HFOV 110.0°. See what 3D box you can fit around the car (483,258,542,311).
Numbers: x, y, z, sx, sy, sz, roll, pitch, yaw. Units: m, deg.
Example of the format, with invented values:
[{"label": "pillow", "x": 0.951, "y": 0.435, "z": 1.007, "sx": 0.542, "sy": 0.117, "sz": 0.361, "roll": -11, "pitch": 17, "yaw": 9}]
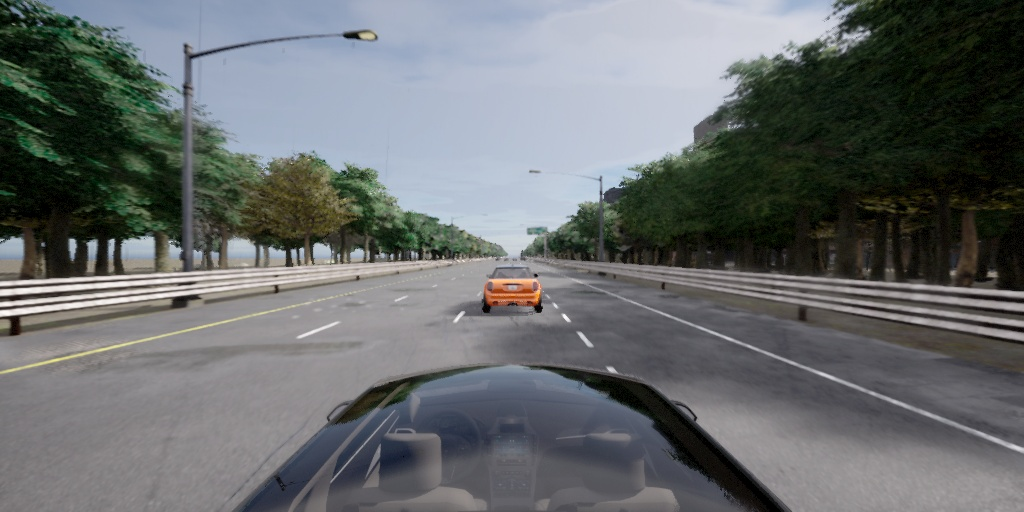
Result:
[{"label": "car", "x": 0.021, "y": 1.115, "z": 14.556, "sx": 2.097, "sy": 1.767, "sz": 4.553, "roll": 0, "pitch": 0, "yaw": 0}]
